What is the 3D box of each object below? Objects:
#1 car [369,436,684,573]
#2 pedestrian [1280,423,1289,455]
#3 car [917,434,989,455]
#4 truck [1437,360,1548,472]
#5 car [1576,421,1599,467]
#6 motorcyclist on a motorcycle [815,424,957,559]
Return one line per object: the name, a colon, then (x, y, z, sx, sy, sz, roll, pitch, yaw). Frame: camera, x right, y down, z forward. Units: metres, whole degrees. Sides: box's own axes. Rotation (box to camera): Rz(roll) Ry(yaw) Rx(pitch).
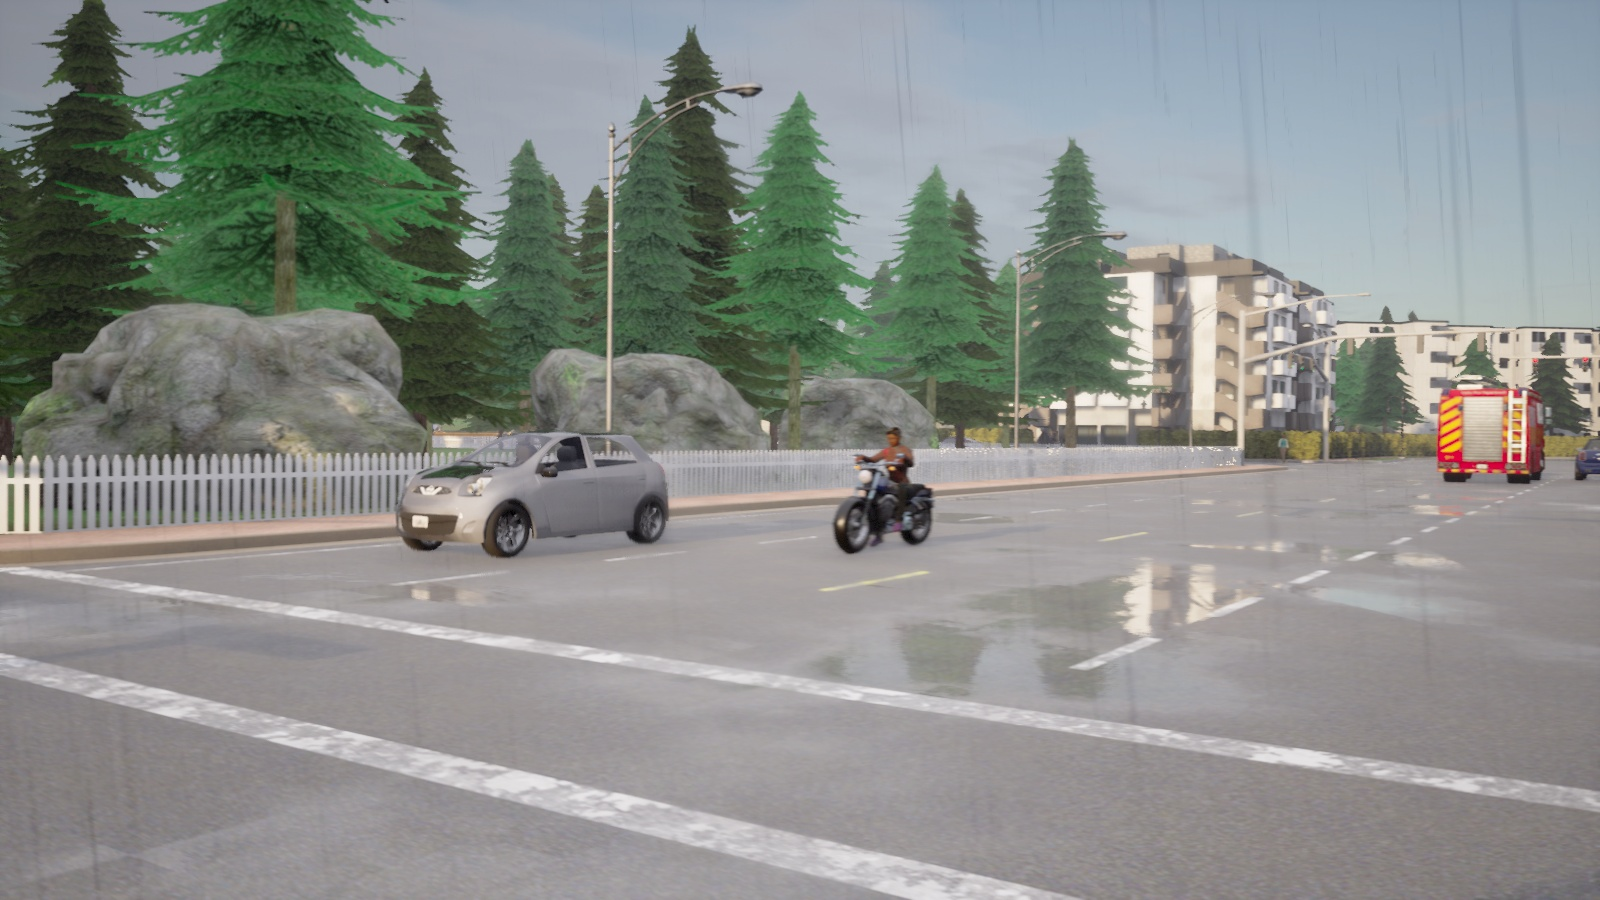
car: (-3.362, 0.590, 16.004, 1.845, 1.501, 3.633, 0, 1, 34)
pedestrian: (29.394, -0.650, 76.178, 0.396, 1.930, 0.692, 0, 1, 27)
car: (10.616, -0.404, 87.096, 4.674, 1.442, 1.812, 0, 1, 35)
truck: (26.214, -1.214, 47.316, 2.891, 3.827, 8.468, 0, 1, 34)
car: (31.929, -0.263, 49.527, 2.097, 1.767, 4.553, 0, 1, 34)
motorcyclist on a motorcycle: (1.168, 0.485, 16.460, 0.766, 1.649, 2.350, 0, 1, 34)
